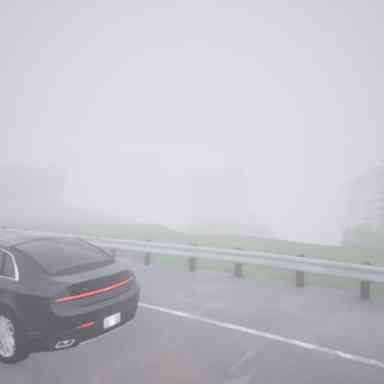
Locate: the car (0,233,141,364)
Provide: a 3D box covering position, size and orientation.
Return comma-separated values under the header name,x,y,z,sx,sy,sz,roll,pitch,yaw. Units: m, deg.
name,x,y,z,sx,sy,sz,roll,pitch,yaw
car,-3.115,1.492,5.832,4.892,1.490,1.837,0,0,33
